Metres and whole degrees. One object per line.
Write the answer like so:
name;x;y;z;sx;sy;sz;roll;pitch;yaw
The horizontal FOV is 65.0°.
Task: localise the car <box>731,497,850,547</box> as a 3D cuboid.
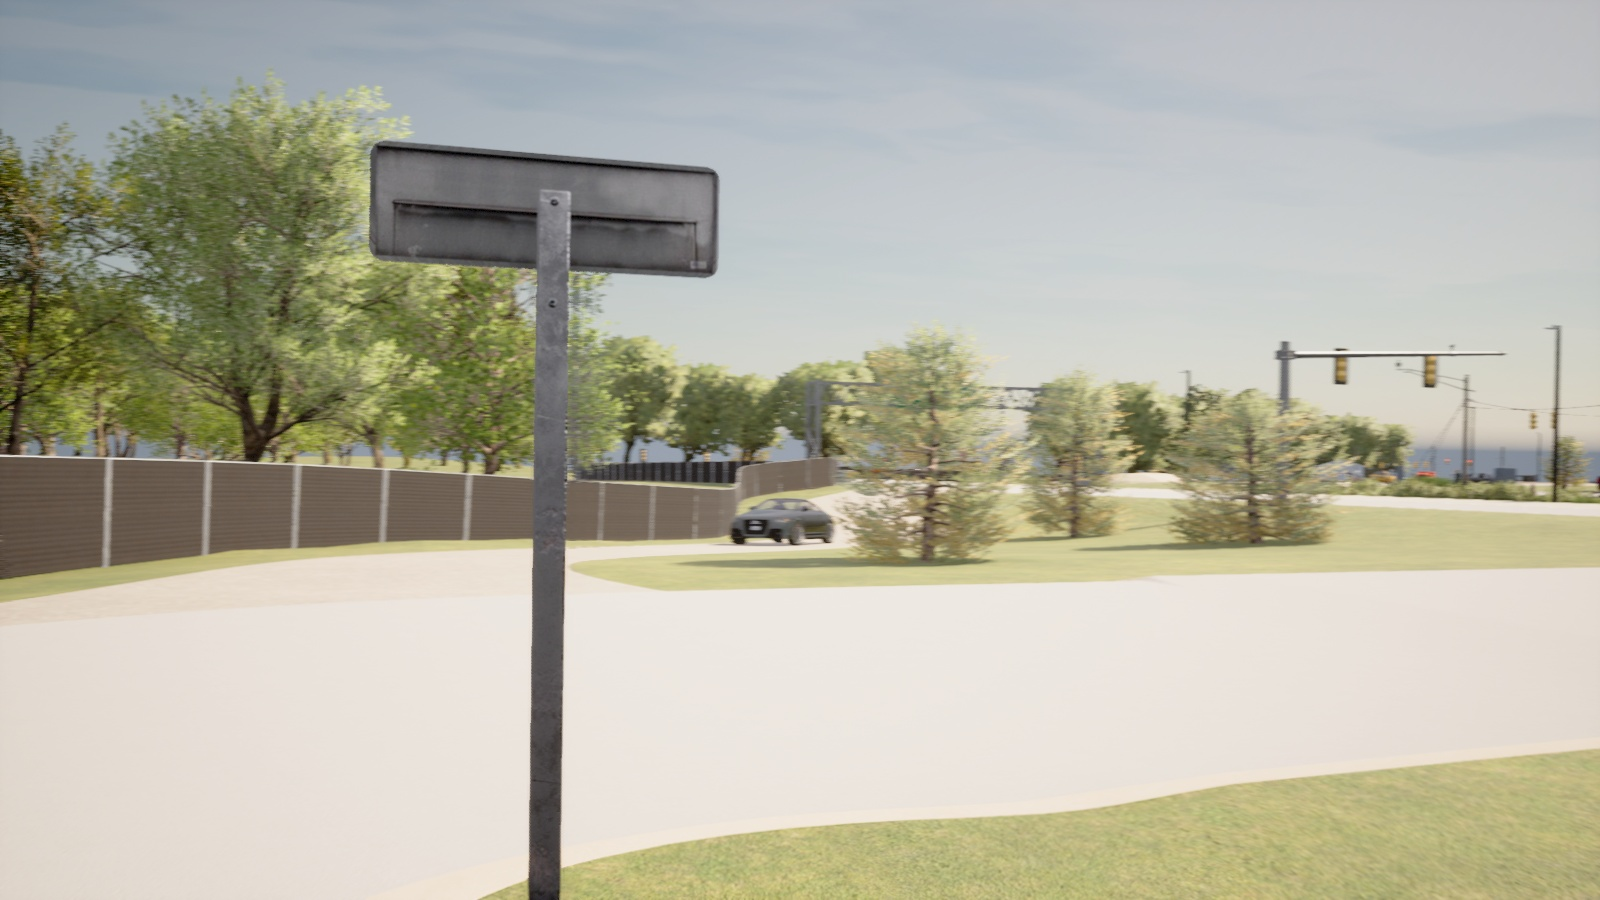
car;-0.204;2.113;37.181;1.994;1.385;4.181;0;-3;24
